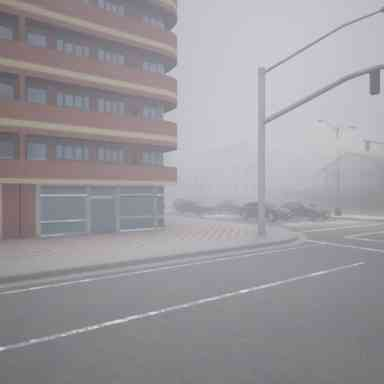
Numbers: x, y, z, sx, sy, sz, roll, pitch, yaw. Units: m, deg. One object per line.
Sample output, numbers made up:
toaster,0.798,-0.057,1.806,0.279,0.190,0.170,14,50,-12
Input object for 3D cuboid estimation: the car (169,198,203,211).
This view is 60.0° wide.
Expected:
car,-0.839,1.504,42.595,1.837,1.490,4.892,0,0,-35

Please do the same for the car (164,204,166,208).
car,-5.392,1.547,43.038,2.033,1.411,5.357,0,0,-34

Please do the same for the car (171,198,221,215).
car,0.321,1.545,34.738,2.033,1.411,5.357,0,0,-34

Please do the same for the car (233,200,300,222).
car,5.844,1.504,26.709,1.837,1.490,4.892,0,0,-34

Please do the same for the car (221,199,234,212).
car,4.344,1.525,35.085,1.812,1.442,4.674,0,0,-34

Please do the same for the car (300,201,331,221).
car,9.279,1.525,27.914,1.812,1.442,4.674,0,0,-34
